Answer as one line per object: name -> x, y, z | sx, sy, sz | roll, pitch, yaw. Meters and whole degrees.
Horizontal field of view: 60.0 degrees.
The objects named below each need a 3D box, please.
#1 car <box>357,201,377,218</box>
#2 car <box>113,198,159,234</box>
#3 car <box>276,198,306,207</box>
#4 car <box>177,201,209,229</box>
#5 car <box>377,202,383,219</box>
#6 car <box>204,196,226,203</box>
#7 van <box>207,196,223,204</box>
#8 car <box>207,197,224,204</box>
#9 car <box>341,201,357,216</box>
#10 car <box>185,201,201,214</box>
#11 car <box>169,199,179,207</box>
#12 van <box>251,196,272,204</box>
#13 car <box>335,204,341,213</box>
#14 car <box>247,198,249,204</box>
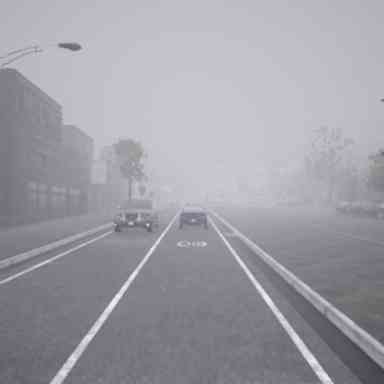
car -> 18.702, 1.711, 31.164 | 5.008, 1.535, 2.097 | 0, 0, 0
car -> -3.354, 1.397, 21.042 | 2.150, 2.045, 5.566 | 0, 0, 0
car -> 18.744, 1.831, 62.050 | 4.553, 1.767, 2.185 | 0, -1, 0
car -> 0.096, 1.674, 23.587 | 1.882, 1.535, 5.008 | 0, 0, 0
car -> 18.693, 1.726, 28.015 | 4.674, 1.452, 2.002 | 0, 0, 0
car -> 6.074, 2.300, 86.556 | 5.366, 1.575, 1.946 | 0, -1, 0
van -> 6.326, 2.240, 92.517 | 4.442, 1.987, 1.878 | 0, -2, 0
car -> 6.266, 2.251, 89.477 | 4.553, 1.767, 2.185 | 0, -1, 0
car -> 18.693, 1.738, 34.438 | 4.892, 1.521, 2.231 | 0, 0, 0
car -> 0.092, 1.846, 41.160 | 1.837, 1.490, 4.892 | 0, -1, 0
car -> -3.275, 2.072, 63.775 | 2.033, 1.411, 5.357 | 0, 0, 0
van -> 18.415, 2.066, 86.015 | 4.442, 1.987, 1.878 | 0, -1, 0
car -> 18.697, 1.803, 37.713 | 4.674, 1.452, 2.002 | 0, 0, 0
car -> 18.672, 2.433, 91.465 | 5.366, 1.575, 1.946 | 0, -2, 0
